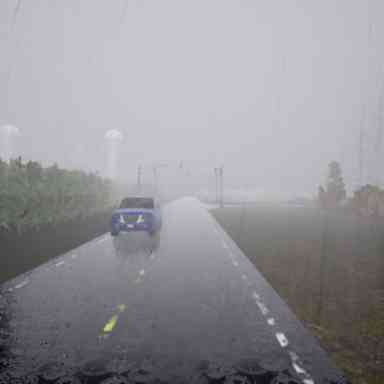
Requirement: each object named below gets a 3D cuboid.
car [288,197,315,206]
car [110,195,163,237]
[{"bbox_3d":[18.003,1.579,54.963,4.181,1.385,1.994,1,-1,-4],"label":"car"},{"bbox_3d":[-2.850,1.212,18.170,2.150,2.045,5.566,0,0,0],"label":"car"}]
